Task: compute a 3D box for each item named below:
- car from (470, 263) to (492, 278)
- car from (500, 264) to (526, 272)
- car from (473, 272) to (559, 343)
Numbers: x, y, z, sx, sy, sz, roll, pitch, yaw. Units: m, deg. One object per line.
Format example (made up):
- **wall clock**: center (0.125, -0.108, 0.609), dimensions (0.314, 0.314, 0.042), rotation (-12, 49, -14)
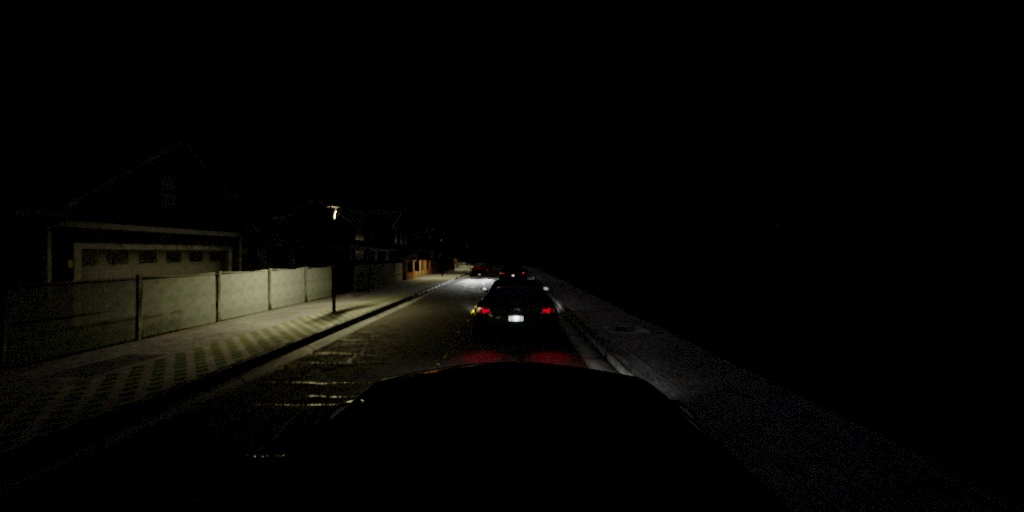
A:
- **car**: center (-2.885, 1.328, 33.960), dimensions (1.895, 1.301, 4.718), rotation (0, 0, 0)
- **car**: center (0.074, 1.297, 26.326), dimensions (1.994, 1.385, 4.181), rotation (0, 0, 0)
- **car**: center (0.090, 1.309, 9.683), dimensions (1.994, 1.385, 4.181), rotation (0, 0, 0)
